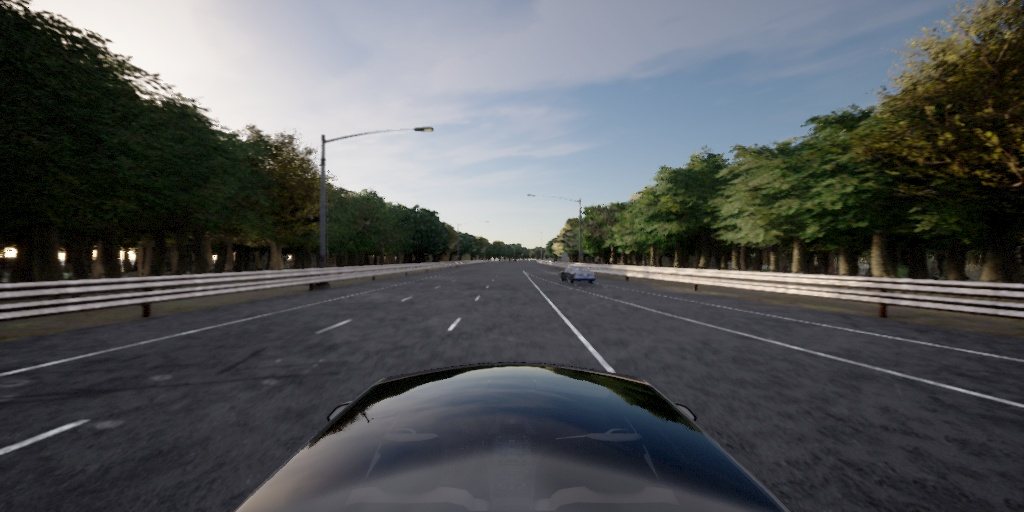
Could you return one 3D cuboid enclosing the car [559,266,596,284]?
[{"bbox_3d":[5.299,1.534,29.679,2.033,1.411,5.357,0,0,-6],"label":"car"}]
